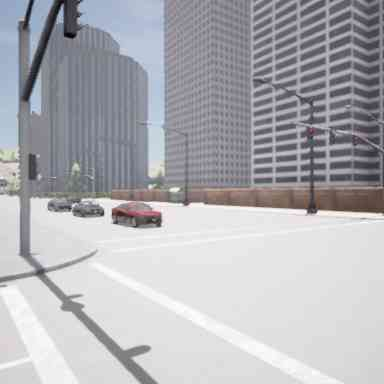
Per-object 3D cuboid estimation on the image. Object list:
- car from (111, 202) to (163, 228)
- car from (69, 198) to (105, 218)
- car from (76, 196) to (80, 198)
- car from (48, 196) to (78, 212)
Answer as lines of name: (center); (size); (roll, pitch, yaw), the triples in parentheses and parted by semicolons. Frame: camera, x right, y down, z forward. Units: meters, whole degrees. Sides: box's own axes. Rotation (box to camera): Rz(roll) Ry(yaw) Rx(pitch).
car: (-3.726, 1.433, 22.192); (1.882, 1.535, 5.008); (0, 0, -35)
car: (-9.416, 1.518, 30.279); (1.994, 1.385, 4.181); (0, 0, -34)
car: (-21.097, 1.425, 59.318); (1.837, 1.490, 4.892); (0, 0, -35)
car: (-15.425, 1.501, 38.803); (2.033, 1.411, 5.357); (0, 0, -35)
